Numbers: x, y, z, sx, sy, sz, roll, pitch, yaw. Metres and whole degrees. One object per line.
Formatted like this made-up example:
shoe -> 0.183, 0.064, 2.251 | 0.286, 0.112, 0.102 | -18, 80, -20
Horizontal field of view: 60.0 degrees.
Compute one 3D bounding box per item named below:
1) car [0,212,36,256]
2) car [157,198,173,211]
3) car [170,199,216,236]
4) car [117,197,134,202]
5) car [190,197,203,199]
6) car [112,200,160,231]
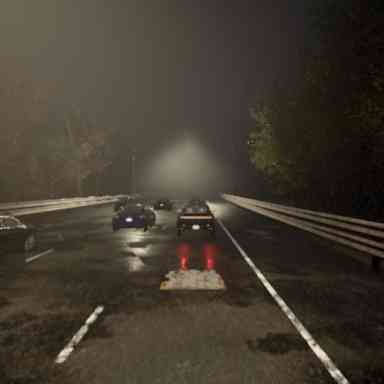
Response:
car -> -6.594, 1.269, 10.460 | 2.128, 1.511, 4.902 | 12, 0, -2
car -> -3.000, 1.289, 35.487 | 1.994, 1.385, 4.181 | 0, 0, 1
car -> 0.207, 1.360, 17.458 | 2.128, 1.511, 4.902 | 0, 0, 1
car -> -6.537, 1.270, 33.359 | 1.812, 1.442, 4.674 | 0, 0, 1
car -> 0.486, 1.220, 34.848 | 2.128, 1.511, 4.902 | 0, 0, 1
car -> -3.267, 1.418, 19.402 | 1.994, 1.385, 4.181 | 0, 0, 1
